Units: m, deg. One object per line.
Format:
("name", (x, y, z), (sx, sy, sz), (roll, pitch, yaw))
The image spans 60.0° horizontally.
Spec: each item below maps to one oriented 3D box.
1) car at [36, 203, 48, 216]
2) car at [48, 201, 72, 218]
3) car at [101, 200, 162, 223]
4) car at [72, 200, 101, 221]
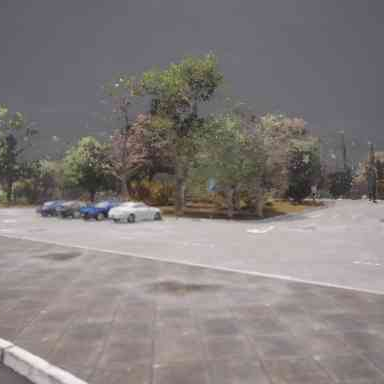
("car", (-12.214, 1.529, 31.261), (2.002, 1.452, 4.674), (0, 0, 36))
("car", (-9.550, 1.487, 29.355), (2.231, 1.521, 4.892), (0, 0, 36))
("car", (-4.323, 1.519, 25.624), (2.002, 1.452, 4.674), (0, 0, 36))
("car", (-6.880, 1.482, 27.461), (2.097, 1.535, 5.008), (0, 0, 36))
